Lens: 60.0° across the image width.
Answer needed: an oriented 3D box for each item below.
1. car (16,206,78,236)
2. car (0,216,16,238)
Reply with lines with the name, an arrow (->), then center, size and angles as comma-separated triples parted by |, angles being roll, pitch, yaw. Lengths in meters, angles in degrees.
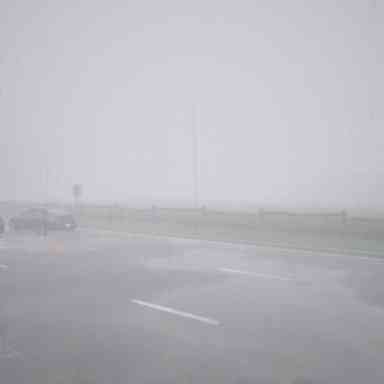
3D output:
car -> -8.260, 1.528, 18.466 | 4.674, 1.442, 1.812 | 0, 0, 35
car -> -10.946, 1.494, 16.101 | 4.902, 1.511, 2.128 | 0, 0, 36
